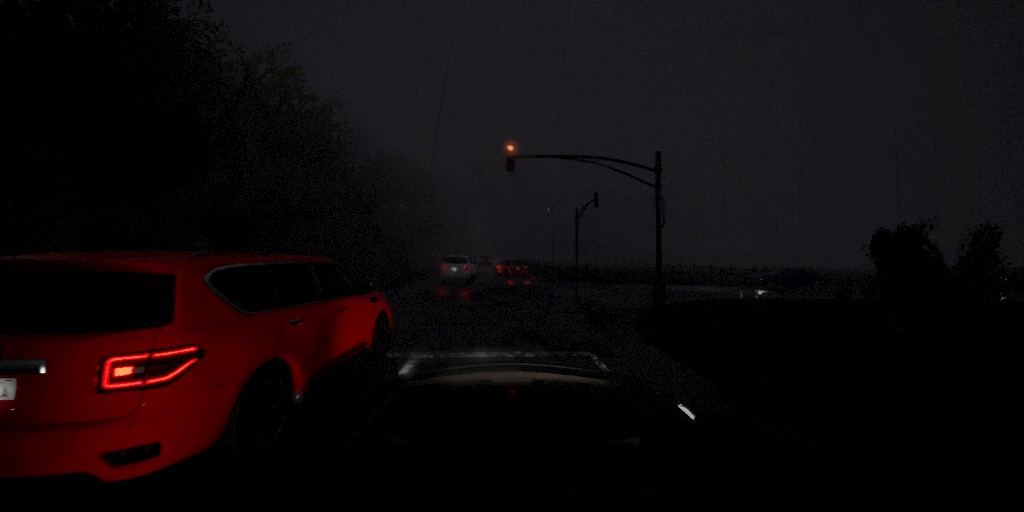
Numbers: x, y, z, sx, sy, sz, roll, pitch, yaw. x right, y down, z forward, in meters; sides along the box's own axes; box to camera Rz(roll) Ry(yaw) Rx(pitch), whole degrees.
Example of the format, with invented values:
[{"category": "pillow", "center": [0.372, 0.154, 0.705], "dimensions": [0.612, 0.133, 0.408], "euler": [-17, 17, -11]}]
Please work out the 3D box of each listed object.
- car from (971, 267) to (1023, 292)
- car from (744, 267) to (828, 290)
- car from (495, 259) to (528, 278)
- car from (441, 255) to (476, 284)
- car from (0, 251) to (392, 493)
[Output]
[{"category": "car", "center": [34.673, 1.541, 24.771], "dimensions": [4.553, 1.767, 2.097], "euler": [1, -1, -1]}, {"category": "car", "center": [18.583, 1.491, 24.469], "dimensions": [5.008, 1.535, 1.882], "euler": [1, -1, -1]}, {"category": "car", "center": [-0.093, 1.106, 34.105], "dimensions": [2.097, 1.767, 4.553], "euler": [0, 0, -18]}, {"category": "car", "center": [-3.998, 0.976, 27.394], "dimensions": [2.150, 2.045, 5.566], "euler": [0, 0, -1]}, {"category": "car", "center": [-3.480, 0.972, 5.038], "dimensions": [2.150, 2.045, 5.566], "euler": [0, 0, -1]}]
